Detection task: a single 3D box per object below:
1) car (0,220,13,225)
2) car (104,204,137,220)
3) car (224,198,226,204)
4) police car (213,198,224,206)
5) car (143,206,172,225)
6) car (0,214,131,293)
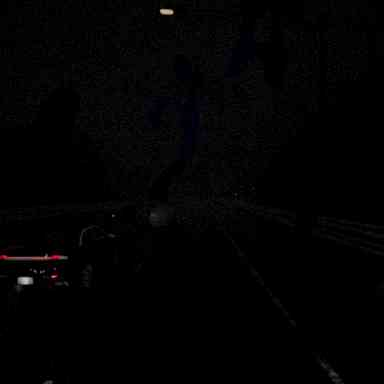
[{"bbox_3d":[-6.766,1.642,11.170,1.812,1.442,4.674,0,-1,1],"label":"car"},{"bbox_3d":[-6.175,1.793,29.174,1.882,1.535,5.008,0,-1,3],"label":"car"},{"bbox_3d":[7.166,2.573,86.662,1.812,1.442,4.674,0,-1,8],"label":"car"},{"bbox_3d":[5.884,2.342,77.012,1.930,1.638,5.238,0,-1,7],"label":"police car"},{"bbox_3d":[-2.757,1.859,27.183,1.994,1.385,4.181,0,-1,2],"label":"car"},{"bbox_3d":[-3.302,1.587,9.094,2.128,1.511,4.902,0,-1,1],"label":"car"}]
